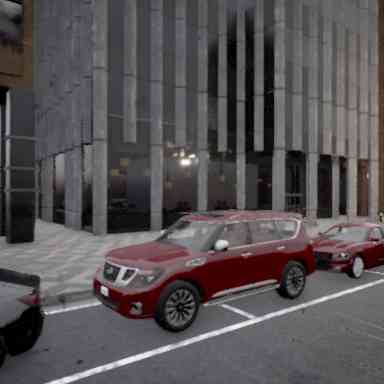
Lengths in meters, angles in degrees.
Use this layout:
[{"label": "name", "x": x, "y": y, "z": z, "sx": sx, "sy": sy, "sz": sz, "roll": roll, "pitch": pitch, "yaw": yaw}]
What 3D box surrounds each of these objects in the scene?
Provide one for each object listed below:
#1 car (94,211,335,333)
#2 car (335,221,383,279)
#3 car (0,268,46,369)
[{"label": "car", "x": 0.567, "y": 1.366, "z": 7.086, "sx": 5.009, "sy": 1.841, "sz": 2.192, "roll": 1, "pitch": -1, "yaw": -36}, {"label": "car", "x": 5.128, "y": 1.640, "z": 10.395, "sx": 4.507, "sy": 1.381, "sz": 1.887, "roll": 1, "pitch": -1, "yaw": -36}, {"label": "car", "x": -3.995, "y": 1.572, "z": 3.773, "sx": 4.313, "sy": 1.339, "sz": 1.947, "roll": 1, "pitch": -1, "yaw": -36}]
